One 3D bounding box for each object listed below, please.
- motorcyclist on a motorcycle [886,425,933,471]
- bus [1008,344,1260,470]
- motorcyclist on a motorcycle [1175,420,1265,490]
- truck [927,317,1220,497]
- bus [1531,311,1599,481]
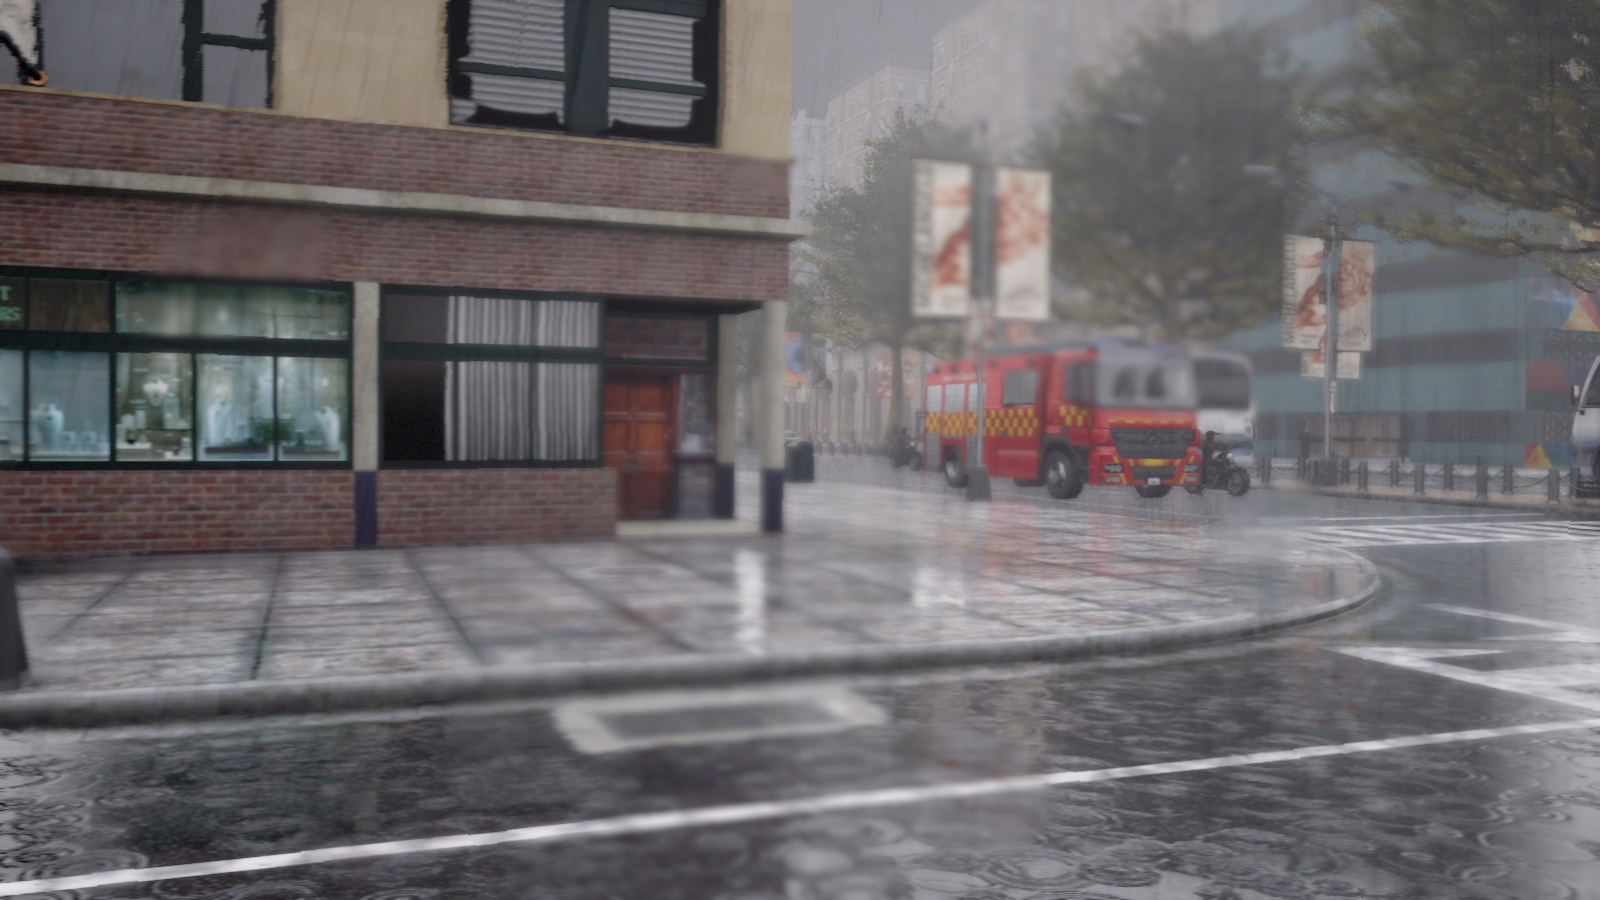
[{"bbox_3d":[4.074,-0.093,46.908,0.766,1.649,2.350,-1,1,-21],"label":"motorcyclist on a motorcycle"},{"bbox_3d":[12.264,-1.529,47.691,3.944,4.253,10.273,-1,1,-21],"label":"bus"},{"bbox_3d":[10.289,0.101,30.877,0.766,1.649,2.350,-1,1,-21],"label":"motorcyclist on a motorcycle"},{"bbox_3d":[6.395,-0.966,31.180,2.891,3.827,8.468,-1,1,-21],"label":"truck"},{"bbox_3d":[23.126,-1.353,29.327,3.944,4.253,10.273,-1,1,-21],"label":"bus"}]
